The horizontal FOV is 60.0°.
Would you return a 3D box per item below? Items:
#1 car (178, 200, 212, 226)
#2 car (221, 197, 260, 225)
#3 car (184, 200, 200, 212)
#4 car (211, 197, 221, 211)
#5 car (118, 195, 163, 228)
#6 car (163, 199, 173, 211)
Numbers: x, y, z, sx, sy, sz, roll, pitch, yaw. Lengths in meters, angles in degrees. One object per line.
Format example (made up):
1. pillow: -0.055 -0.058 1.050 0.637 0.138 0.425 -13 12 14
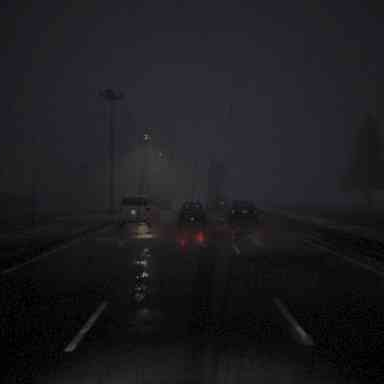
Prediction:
1. car: 0.036 1.504 23.445 2.128 1.511 4.902 0 0 0
2. car: 3.540 1.363 24.420 2.097 1.767 4.553 0 0 0
3. car: -0.006 1.620 40.350 1.895 1.301 4.718 0 0 0
4. car: 3.488 1.373 41.278 2.097 1.767 4.553 0 0 0
5. car: -3.466 1.236 22.463 2.150 2.045 5.566 0 0 1
6. car: -3.511 1.584 41.193 1.994 1.385 4.181 0 0 0
